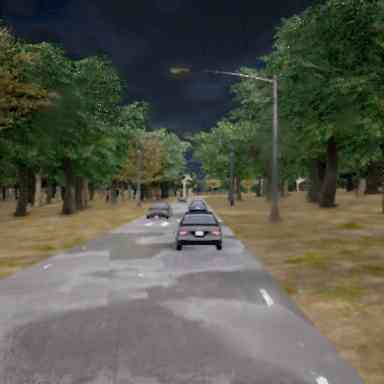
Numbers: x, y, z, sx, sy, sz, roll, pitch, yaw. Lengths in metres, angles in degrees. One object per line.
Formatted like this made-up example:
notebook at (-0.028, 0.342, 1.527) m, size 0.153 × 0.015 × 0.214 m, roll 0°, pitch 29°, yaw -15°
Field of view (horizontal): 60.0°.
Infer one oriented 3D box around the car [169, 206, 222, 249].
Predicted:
car at (0.305, 1.547, 14.588) m, size 2.033 × 1.411 × 5.357 m, roll 0°, pitch 0°, yaw 1°

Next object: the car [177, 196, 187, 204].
car at (-1.974, 1.628, 69.067) m, size 2.033 × 1.411 × 5.357 m, roll 0°, pitch 0°, yaw 1°

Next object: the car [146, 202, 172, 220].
car at (-2.687, 1.562, 28.362) m, size 2.033 × 1.411 × 5.357 m, roll 0°, pitch 0°, yaw 1°

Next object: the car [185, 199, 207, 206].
car at (0.617, 1.585, 35.614) m, size 1.994 × 1.385 × 4.181 m, roll 0°, pitch 0°, yaw 1°
